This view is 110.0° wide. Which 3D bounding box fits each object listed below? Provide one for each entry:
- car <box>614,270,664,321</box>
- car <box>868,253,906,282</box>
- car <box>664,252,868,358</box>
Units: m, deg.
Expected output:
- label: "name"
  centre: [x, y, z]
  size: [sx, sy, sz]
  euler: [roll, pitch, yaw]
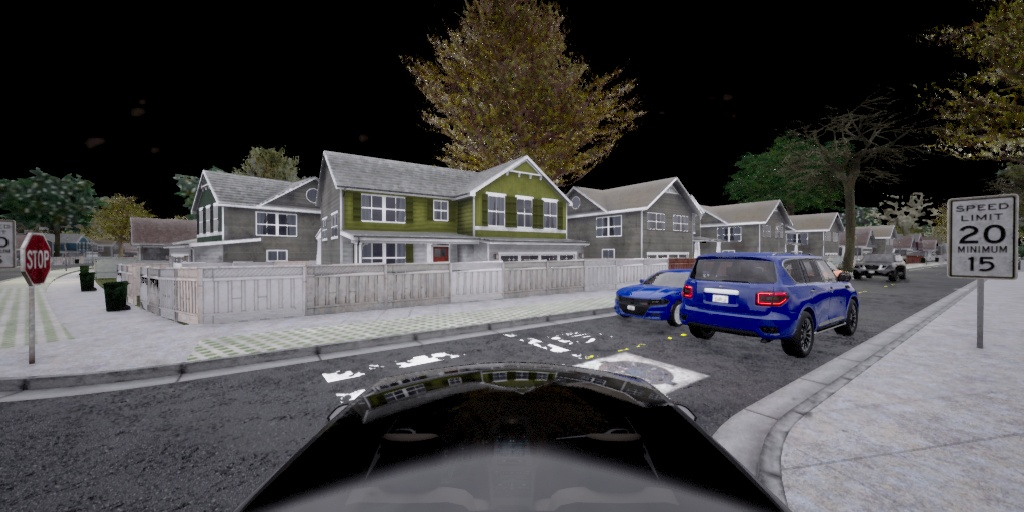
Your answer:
- label: "car"
  centre: [5.379, 1.162, 11.470]
  size: [5.008, 1.535, 1.882]
  euler: [0, 1, -35]
- label: "car"
  centre: [28.175, 0.802, 27.401]
  size: [5.566, 2.045, 2.150]
  euler: [0, 0, -35]
- label: "car"
  centre: [6.328, 0.931, 8.650]
  size: [5.566, 2.045, 2.150]
  euler: [0, 1, -35]
